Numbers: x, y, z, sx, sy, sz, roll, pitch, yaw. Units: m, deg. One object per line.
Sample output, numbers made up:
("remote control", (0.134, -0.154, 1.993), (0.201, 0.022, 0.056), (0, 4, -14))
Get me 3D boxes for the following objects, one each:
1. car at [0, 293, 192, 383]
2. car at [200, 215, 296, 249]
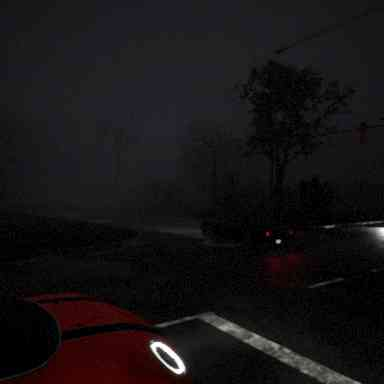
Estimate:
("car", (-2.166, 1.347, 2.253), (4.553, 1.767, 2.097), (1, 0, -37))
("car", (2.317, 1.682, 15.234), (1.895, 1.301, 4.718), (1, 0, -31))
